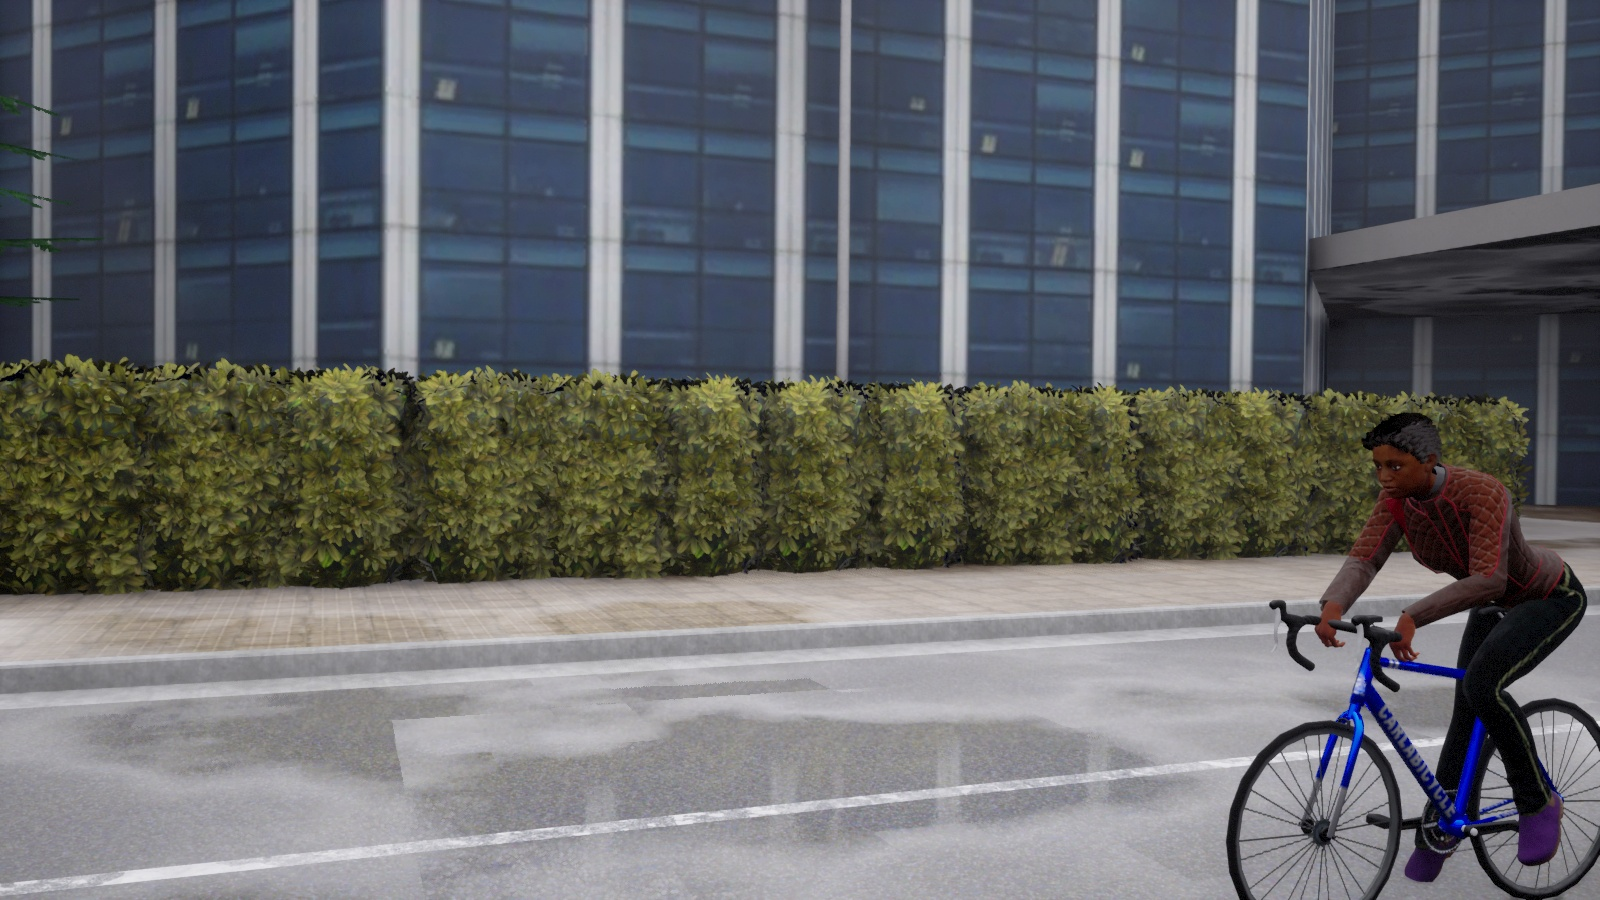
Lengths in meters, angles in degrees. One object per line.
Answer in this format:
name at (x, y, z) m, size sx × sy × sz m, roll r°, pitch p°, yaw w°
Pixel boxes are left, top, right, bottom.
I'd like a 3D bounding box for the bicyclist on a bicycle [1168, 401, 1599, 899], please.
bicyclist on a bicycle at (2.059, 0.663, 4.021) m, size 1.656 × 1.620 × 0.582 m, roll -1°, pitch 1°, yaw -21°
